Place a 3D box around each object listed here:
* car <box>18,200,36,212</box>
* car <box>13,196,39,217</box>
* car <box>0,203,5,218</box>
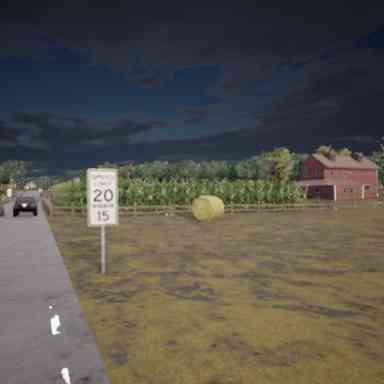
[{"bbox_3d":[-21.796,1.845,44.179,2.033,1.411,5.357,0,0,-25],"label":"car"},{"bbox_3d":[-17.400,1.464,34.856,2.150,2.045,5.566,0,0,-24],"label":"car"},{"bbox_3d":[-19.537,1.791,32.703,2.033,1.411,5.357,0,0,-24],"label":"car"}]
